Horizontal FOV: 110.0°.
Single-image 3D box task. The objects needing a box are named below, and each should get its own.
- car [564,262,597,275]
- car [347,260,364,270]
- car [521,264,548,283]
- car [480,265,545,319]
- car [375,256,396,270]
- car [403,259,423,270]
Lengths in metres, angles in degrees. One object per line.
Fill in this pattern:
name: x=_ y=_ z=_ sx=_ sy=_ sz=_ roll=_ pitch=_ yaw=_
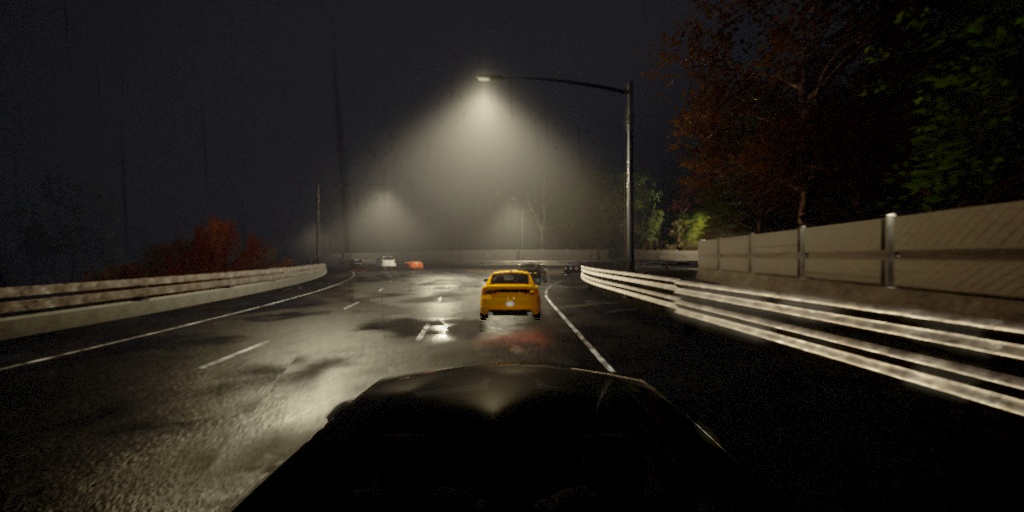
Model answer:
car: x=7.533 y=1.337 z=38.993 sx=2.033 sy=1.411 sz=5.357 roll=0 pitch=0 yaw=36
car: x=-24.770 y=1.342 z=56.779 sx=2.128 sy=1.511 sz=4.902 roll=0 pitch=0 yaw=-33
car: x=1.410 y=1.285 z=25.701 sx=1.837 sy=1.490 sz=4.892 roll=-1 pitch=0 yaw=13
car: x=-0.025 y=1.242 z=12.878 sx=1.882 sy=1.535 sz=5.008 roll=0 pitch=0 yaw=1
car: x=-19.384 y=1.063 z=54.891 sx=2.150 sy=2.045 sz=5.566 roll=0 pitch=0 yaw=-31
car: x=-14.933 y=1.188 z=54.085 sx=2.097 sy=1.767 sz=4.553 roll=0 pitch=0 yaw=-29
